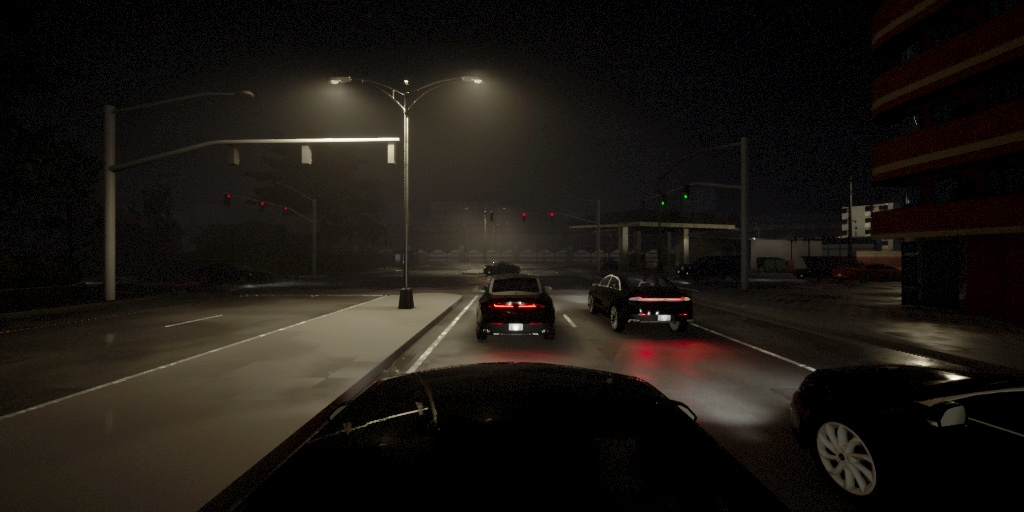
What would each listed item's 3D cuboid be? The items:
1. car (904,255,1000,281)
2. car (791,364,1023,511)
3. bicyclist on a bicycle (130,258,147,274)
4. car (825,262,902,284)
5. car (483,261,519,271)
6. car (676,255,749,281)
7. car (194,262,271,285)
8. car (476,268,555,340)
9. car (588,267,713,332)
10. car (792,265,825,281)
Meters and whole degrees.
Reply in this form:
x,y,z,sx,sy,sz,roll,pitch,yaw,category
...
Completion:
x,y,z,sx,sy,sz,roll,pitch,yaw,category
36.879,0.971,30.153,5.566,2.045,2.150,0,0,-1,car
3.600,1.255,1.452,1.837,1.490,4.892,0,0,0,car
-38.235,1.053,36.726,0.582,1.620,1.656,0,0,0,bicyclist on a bicycle
26.473,1.227,26.302,5.008,1.535,1.882,0,0,-1,car
-0.909,1.241,34.226,2.128,1.511,4.902,1,0,28,car
16.627,0.972,29.858,5.566,2.045,2.150,0,0,-1,car
-20.228,1.227,26.040,5.008,1.535,1.882,0,0,5,car
0.094,1.255,10.004,1.837,1.490,4.892,0,0,0,car
3.601,1.241,10.860,2.128,1.511,4.902,0,0,0,car
26.414,1.351,30.001,4.718,1.301,1.895,0,0,-1,car
